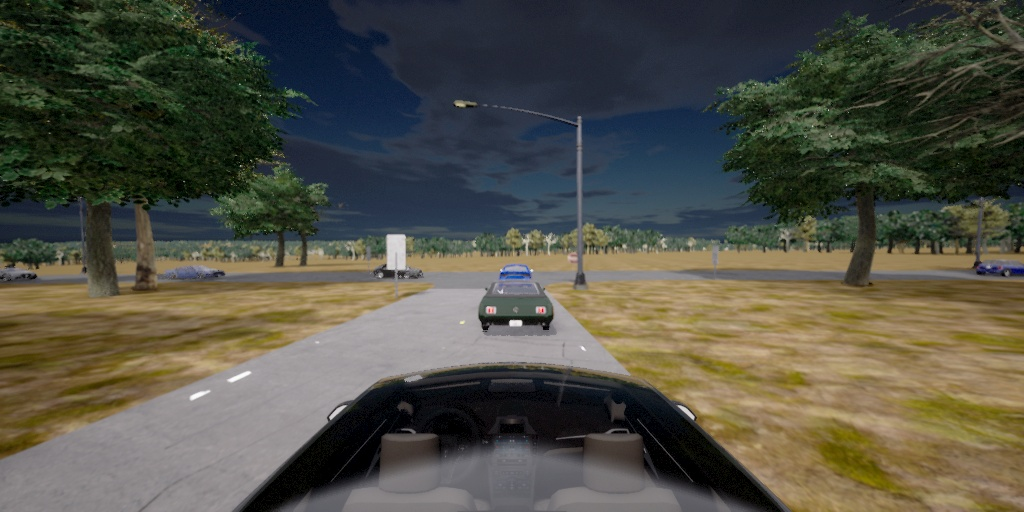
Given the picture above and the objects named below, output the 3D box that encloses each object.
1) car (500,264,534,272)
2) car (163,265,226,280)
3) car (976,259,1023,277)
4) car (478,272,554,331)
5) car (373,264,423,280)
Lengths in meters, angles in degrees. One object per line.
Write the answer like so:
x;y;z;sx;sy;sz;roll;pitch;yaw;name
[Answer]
0.286;1.224;21.919;1.882;1.535;5.008;0;0;3;car
-32.341;1.621;36.546;5.357;1.411;2.033;-1;2;5;car
50.646;1.144;36.680;4.553;1.767;2.097;0;2;-5;car
0.097;1.348;10.935;1.895;1.301;4.718;0;0;0;car
-10.897;1.435;34.464;4.892;1.490;1.837;0;1;16;car
